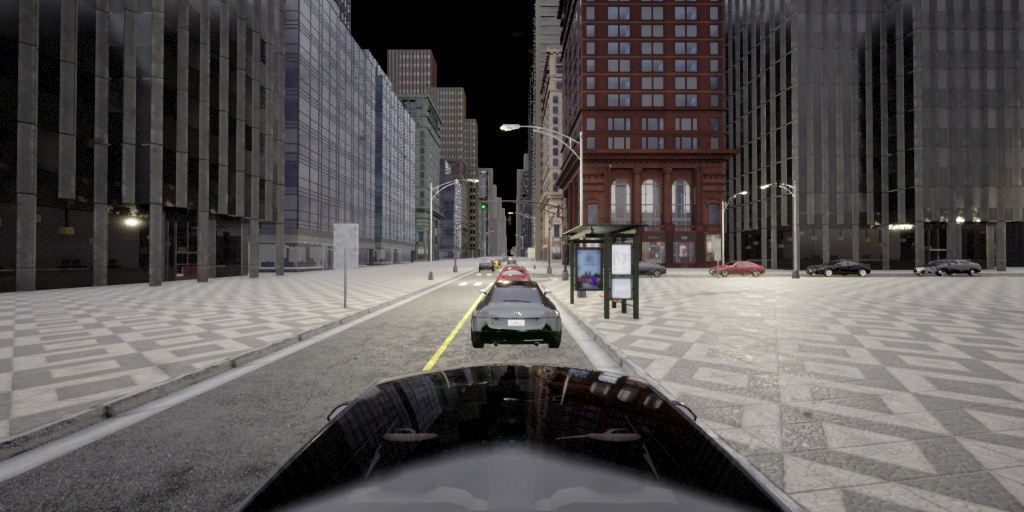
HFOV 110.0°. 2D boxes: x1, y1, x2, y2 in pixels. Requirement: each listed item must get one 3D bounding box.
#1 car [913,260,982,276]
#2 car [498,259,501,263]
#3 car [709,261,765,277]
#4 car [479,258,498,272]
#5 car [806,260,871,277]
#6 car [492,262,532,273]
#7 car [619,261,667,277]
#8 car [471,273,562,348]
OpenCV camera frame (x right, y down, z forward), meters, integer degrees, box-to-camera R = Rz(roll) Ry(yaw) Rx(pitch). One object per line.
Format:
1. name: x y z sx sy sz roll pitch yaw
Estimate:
1. car: 40.172 1.086 33.169 4.902 1.511 2.128 0 -1 1
2. car: -3.141 1.145 55.598 1.882 1.535 5.008 0 0 0
3. car: 20.778 1.194 33.207 4.674 1.442 1.812 0 -1 0
4. car: -3.138 1.170 45.573 1.882 1.535 5.008 0 0 0
5. car: 30.135 1.112 33.198 5.008 1.535 1.882 0 -1 0
6. car: 0.124 1.268 19.407 1.812 1.442 4.674 0 0 2
7. car: 11.841 1.225 33.203 4.674 1.442 1.812 0 -1 -2
8. car: 0.092 1.314 9.229 1.994 1.385 4.181 0 0 0
